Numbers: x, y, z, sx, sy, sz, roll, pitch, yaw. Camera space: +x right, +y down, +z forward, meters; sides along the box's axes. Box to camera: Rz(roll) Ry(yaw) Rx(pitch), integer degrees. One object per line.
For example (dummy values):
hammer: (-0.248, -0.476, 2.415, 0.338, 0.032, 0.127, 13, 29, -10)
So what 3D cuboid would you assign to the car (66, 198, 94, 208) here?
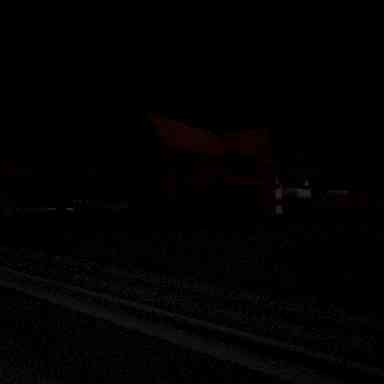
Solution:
car: (-16.755, 1.603, 49.462, 1.812, 1.442, 4.674, 0, 0, 34)
